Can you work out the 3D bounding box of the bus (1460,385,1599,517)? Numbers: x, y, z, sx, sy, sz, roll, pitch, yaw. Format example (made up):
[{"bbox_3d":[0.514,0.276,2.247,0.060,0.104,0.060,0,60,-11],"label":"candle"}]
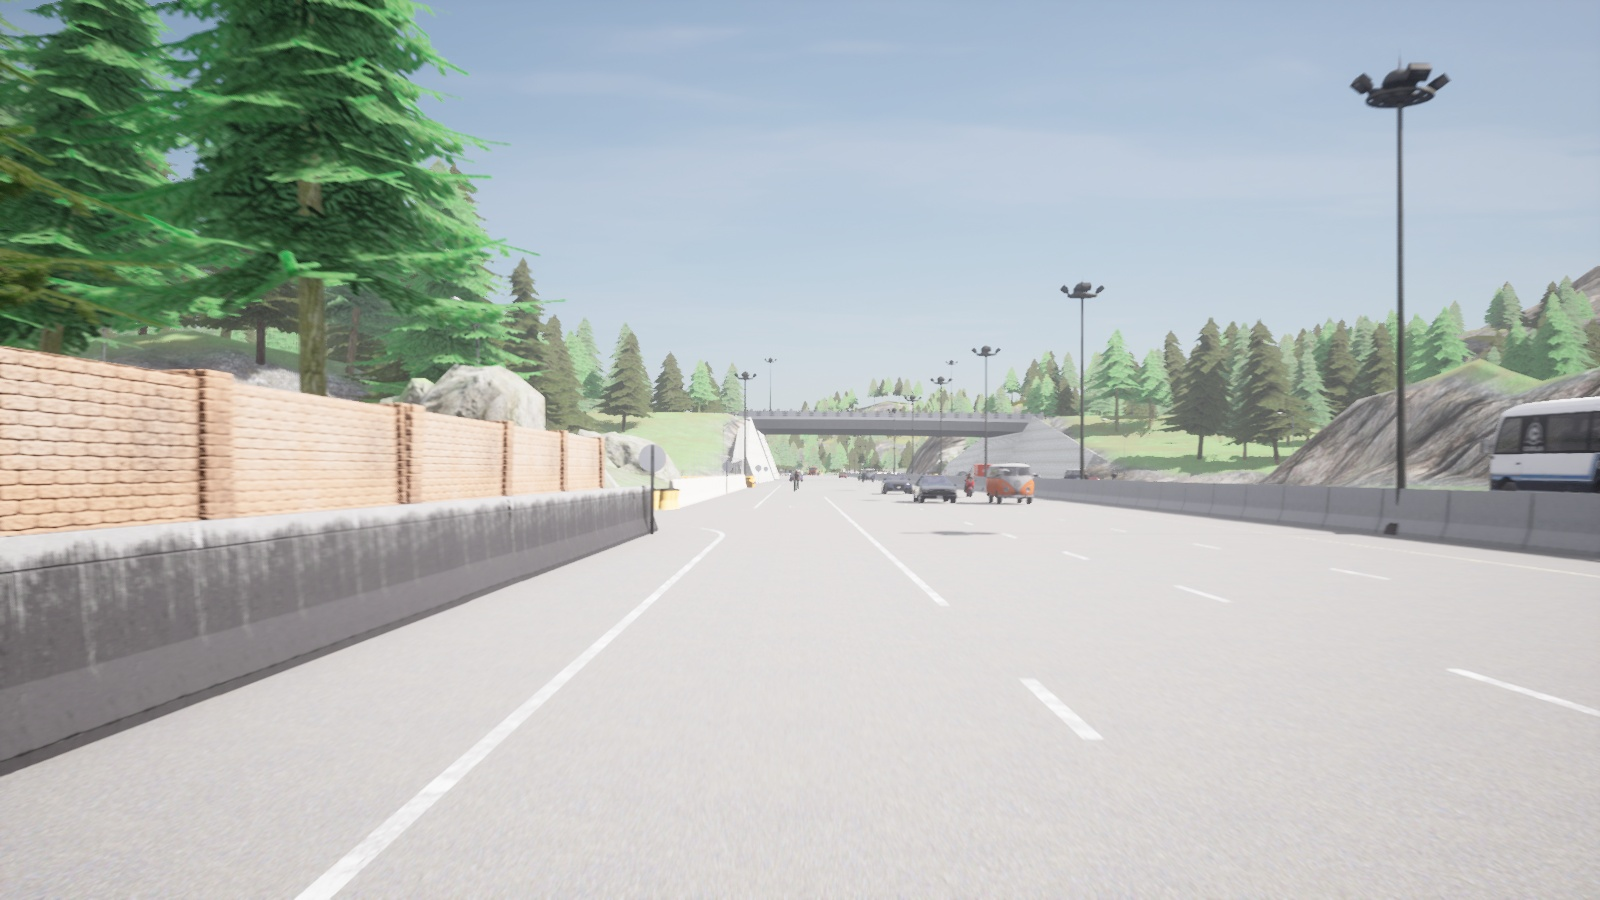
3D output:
[{"bbox_3d":[27.864,0.067,44.038,3.944,4.253,10.273,0,-1,0],"label":"bus"}]

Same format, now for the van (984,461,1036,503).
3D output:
[{"bbox_3d":[10.316,1.571,61.943,1.775,1.987,4.442,0,-1,0],"label":"van"}]

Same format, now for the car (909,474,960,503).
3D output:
[{"bbox_3d":[6.811,1.916,64.033,2.033,1.411,5.357,0,-1,0],"label":"car"}]

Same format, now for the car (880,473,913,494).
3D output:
[{"bbox_3d":[6.740,2.336,87.962,1.994,1.385,4.181,0,-1,0],"label":"car"}]
